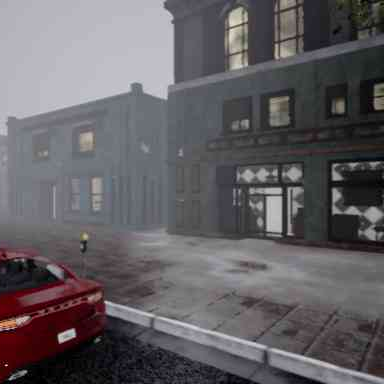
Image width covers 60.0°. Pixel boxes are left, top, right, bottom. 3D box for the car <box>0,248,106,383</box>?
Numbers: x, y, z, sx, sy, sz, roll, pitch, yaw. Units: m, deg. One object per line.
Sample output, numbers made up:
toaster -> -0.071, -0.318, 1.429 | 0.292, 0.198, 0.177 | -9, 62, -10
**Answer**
car -> -3.292, 1.569, 5.221 | 4.507, 1.381, 1.887 | 0, 0, 36
